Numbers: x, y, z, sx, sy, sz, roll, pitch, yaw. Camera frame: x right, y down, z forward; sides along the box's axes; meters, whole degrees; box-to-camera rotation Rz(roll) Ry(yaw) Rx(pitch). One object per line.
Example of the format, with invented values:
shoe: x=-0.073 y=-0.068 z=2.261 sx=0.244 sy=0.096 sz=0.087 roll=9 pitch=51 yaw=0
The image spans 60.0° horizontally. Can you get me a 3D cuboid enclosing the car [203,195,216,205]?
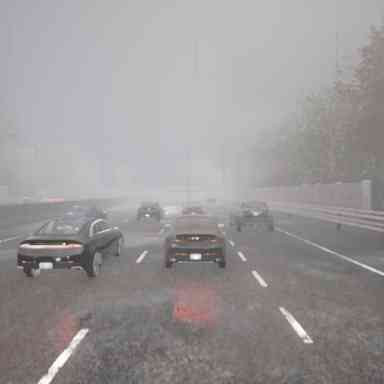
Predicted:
car: x=3.517 y=1.449 z=62.301 sx=1.882 sy=1.535 sz=5.008 roll=0 pitch=0 yaw=0

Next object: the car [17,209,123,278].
car: x=-3.397 y=1.502 z=10.161 sx=2.128 sy=1.511 sz=4.902 roll=0 pitch=0 yaw=0

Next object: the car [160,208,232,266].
car: x=0.103 y=1.517 z=11.496 sx=1.837 sy=1.490 sz=4.892 roll=0 pitch=0 yaw=0

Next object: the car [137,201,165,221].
car: x=-3.392 y=1.541 z=27.723 sx=1.837 sy=1.490 sz=4.892 roll=0 pitch=0 yaw=0

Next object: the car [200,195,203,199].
car: x=3.520 y=1.558 z=74.299 sx=2.128 sy=1.511 sz=4.902 roll=0 pitch=0 yaw=0

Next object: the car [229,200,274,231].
car: x=3.506 y=1.253 z=20.270 sx=2.097 sy=1.767 sz=4.553 roll=0 pitch=0 yaw=0

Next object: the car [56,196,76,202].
car: x=-21.023 y=1.441 z=57.478 sx=2.097 sy=1.767 sz=4.553 roll=0 pitch=0 yaw=1

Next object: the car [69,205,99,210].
car: x=-6.892 y=1.574 z=21.547 sx=2.033 sy=1.411 sz=5.357 roll=0 pitch=0 yaw=0

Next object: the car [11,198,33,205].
car: x=-28.022 y=1.648 z=54.889 sx=1.994 sy=1.385 sz=4.181 roll=0 pitch=0 yaw=1

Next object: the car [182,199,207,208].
car: x=0.107 y=1.563 z=28.833 sx=1.812 sy=1.442 sz=4.674 roll=0 pitch=0 yaw=0

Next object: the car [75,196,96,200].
car: x=-17.522 y=1.579 z=56.716 sx=2.128 sy=1.511 sz=4.902 roll=0 pitch=0 yaw=1

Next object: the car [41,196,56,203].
car: x=-24.505 y=1.443 z=58.054 sx=2.097 sy=1.767 sz=4.553 roll=0 pitch=0 yaw=0
